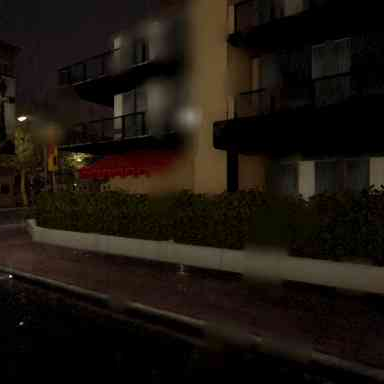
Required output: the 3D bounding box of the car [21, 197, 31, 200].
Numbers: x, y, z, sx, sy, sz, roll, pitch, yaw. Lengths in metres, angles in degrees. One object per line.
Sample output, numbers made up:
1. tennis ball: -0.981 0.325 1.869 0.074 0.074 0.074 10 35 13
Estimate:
1. car: -35.601 1.481 67.658 4.892 1.521 2.231 0 0 36
